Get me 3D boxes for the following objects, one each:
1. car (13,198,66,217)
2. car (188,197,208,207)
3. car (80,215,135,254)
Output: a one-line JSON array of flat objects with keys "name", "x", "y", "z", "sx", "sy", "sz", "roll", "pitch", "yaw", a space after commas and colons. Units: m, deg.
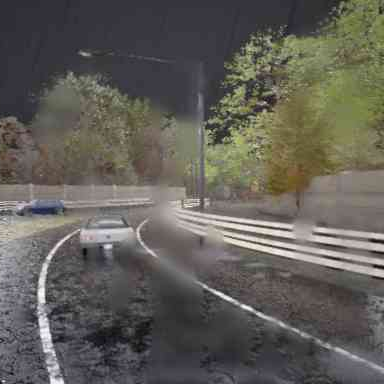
[{"name": "car", "x": -14.701, "y": 1.434, "z": 32.162, "sx": 4.553, "sy": 1.767, "sz": 2.097, "roll": -1, "pitch": 0, "yaw": -43}, {"name": "car", "x": 0.821, "y": 1.434, "z": 49.025, "sx": 2.128, "sy": 1.511, "sz": 4.902, "roll": 0, "pitch": 0, "yaw": 24}, {"name": "car", "x": -3.558, "y": 1.613, "z": 13.732, "sx": 1.895, "sy": 1.301, "sz": 4.718, "roll": -1, "pitch": 0, "yaw": -17}]
